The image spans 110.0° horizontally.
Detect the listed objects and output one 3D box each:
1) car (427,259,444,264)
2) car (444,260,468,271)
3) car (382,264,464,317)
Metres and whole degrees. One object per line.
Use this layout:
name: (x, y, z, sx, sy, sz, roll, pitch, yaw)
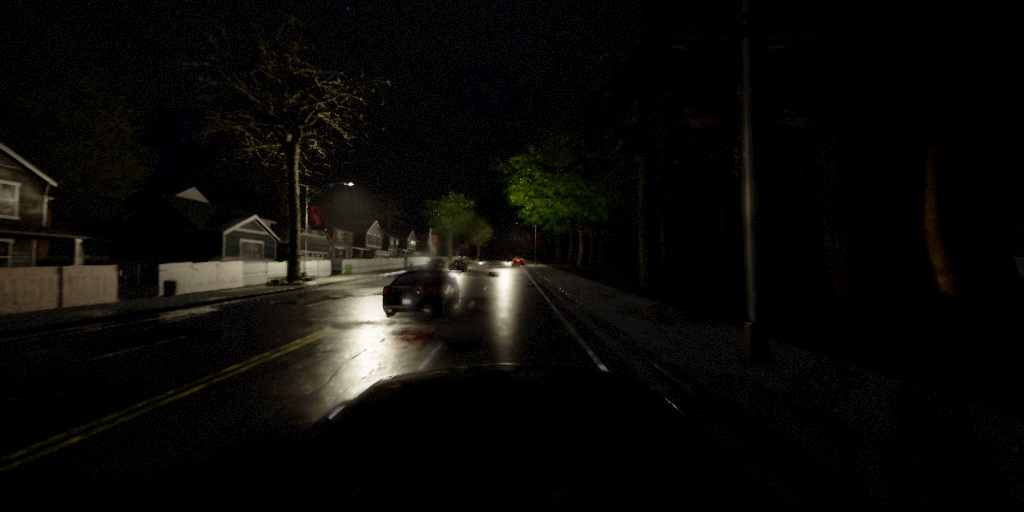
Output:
car: (-9.818, 1.132, 46.862, 1.837, 1.490, 4.892, 0, 0, 0)
car: (-6.585, 1.181, 44.312, 2.033, 1.411, 5.357, 0, 0, 0)
car: (-3.148, 1.222, 13.245, 1.882, 1.535, 5.008, 0, 0, 0)
